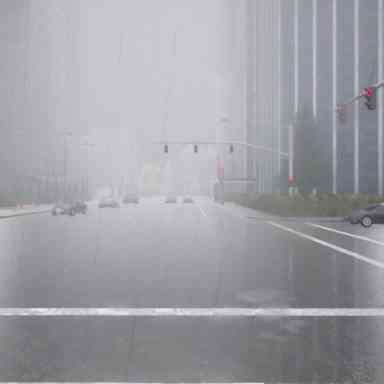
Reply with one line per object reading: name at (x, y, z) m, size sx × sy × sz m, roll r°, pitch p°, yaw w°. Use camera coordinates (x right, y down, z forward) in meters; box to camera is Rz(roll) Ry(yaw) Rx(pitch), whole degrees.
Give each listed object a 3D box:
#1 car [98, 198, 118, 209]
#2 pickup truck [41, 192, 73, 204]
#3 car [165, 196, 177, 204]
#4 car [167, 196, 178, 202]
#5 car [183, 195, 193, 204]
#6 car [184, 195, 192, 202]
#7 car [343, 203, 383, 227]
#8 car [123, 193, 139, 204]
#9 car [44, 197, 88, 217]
car at (-11.199, 1.525, 44.718) m, size 1.812 × 1.442 × 4.674 m, roll 0°, pitch 0°, yaw -1°
pickup truck at (-24.365, 1.059, 60.024) m, size 2.390 × 2.098 × 6.274 m, roll 0°, pitch 0°, yaw 30°
car at (-4.187, 1.601, 65.000) m, size 1.895 × 1.301 × 4.718 m, roll 0°, pitch 0°, yaw 0°
car at (-4.378, 1.540, 75.261) m, size 2.033 × 1.411 × 5.357 m, roll 0°, pitch 0°, yaw -1°
car at (-0.790, 1.526, 65.341) m, size 1.812 × 1.442 × 4.674 m, roll 0°, pitch 0°, yaw -1°
car at (-0.882, 1.387, 75.592) m, size 1.882 × 1.535 × 5.008 m, roll 0°, pitch 0°, yaw -1°
car at (12.618, 1.505, 22.088) m, size 4.892 × 1.490 × 1.837 m, roll 0°, pitch 0°, yaw 0°
car at (-11.319, 1.225, 61.817) m, size 2.150 × 2.045 × 5.566 m, roll 0°, pitch 0°, yaw 0°
car at (-11.302, 1.491, 30.997) m, size 2.128 × 1.511 × 4.902 m, roll 0°, pitch 0°, yaw 4°
